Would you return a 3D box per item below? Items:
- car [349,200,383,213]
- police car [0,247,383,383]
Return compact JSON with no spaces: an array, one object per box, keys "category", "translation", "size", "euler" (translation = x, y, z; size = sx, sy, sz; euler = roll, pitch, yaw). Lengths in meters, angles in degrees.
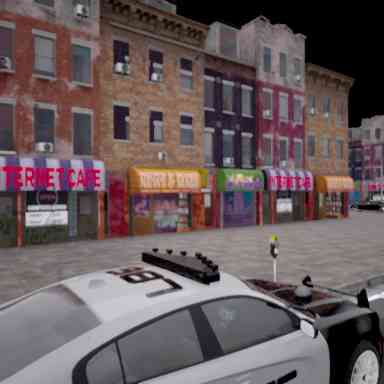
[{"category":"car","translation":[19.829,1.522,36.402],"size":[1.895,1.301,4.718],"euler":[0,0,-38]},{"category":"police car","translation":[-0.006,1.420,3.252],"size":[5.238,1.638,1.930],"euler":[0,0,-35]}]
